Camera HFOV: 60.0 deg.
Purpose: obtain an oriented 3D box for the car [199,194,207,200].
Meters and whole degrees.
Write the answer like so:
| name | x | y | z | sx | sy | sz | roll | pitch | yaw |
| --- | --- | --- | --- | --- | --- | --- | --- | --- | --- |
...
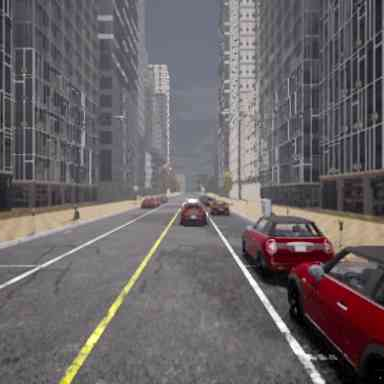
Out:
| name | x | y | z | sx | sy | sz | roll | pitch | yaw |
| --- | --- | --- | --- | --- | --- | --- | --- | --- | --- |
| car | 2.710 | 1.229 | 84.203 | 1.967 | 1.590 | 4.097 | 0 | 0 | 0 |

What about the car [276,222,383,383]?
| name | x | y | z | sx | sy | sz | roll | pitch | yaw |
| --- | --- | --- | --- | --- | --- | --- | --- | --- | --- |
| car | 2.693 | 1.433 | 4.511 | 1.967 | 1.590 | 4.097 | 0 | 0 | 0 |

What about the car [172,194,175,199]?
| name | x | y | z | sx | sy | sz | roll | pitch | yaw |
| --- | --- | --- | --- | --- | --- | --- | --- | --- | --- |
| car | -5.669 | 1.292 | 95.432 | 1.752 | 1.417 | 4.829 | 0 | 0 | 0 |

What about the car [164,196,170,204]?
| name | x | y | z | sx | sy | sz | roll | pitch | yaw |
| --- | --- | --- | --- | --- | --- | --- | --- | --- | --- |
| car | -5.676 | 1.408 | 61.444 | 1.887 | 1.381 | 4.507 | 0 | 0 | 0 |

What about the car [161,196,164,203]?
| name | x | y | z | sx | sy | sz | roll | pitch | yaw |
| --- | --- | --- | --- | --- | --- | --- | --- | --- | --- |
| car | -5.678 | 1.478 | 50.059 | 1.802 | 1.307 | 4.206 | 0 | 0 | 0 |

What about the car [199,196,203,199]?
| name | x | y | z | sx | sy | sz | roll | pitch | yaw |
| --- | --- | --- | --- | --- | --- | --- | --- | --- | --- |
| car | 0.110 | 1.520 | 41.434 | 1.895 | 1.301 | 4.718 | 0 | 0 | 0 |

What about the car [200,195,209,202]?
| name | x | y | z | sx | sy | sz | roll | pitch | yaw |
| --- | --- | --- | --- | --- | --- | --- | --- | --- | --- |
| car | 2.707 | 1.394 | 72.818 | 1.947 | 1.339 | 4.313 | 0 | 0 | 0 |

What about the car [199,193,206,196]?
| name | x | y | z | sx | sy | sz | roll | pitch | yaw |
| --- | --- | --- | --- | --- | --- | --- | --- | --- | --- |
| car | 2.705 | 1.429 | 61.434 | 1.947 | 1.339 | 4.313 | 0 | 0 | 0 |

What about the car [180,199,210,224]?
| name | x | y | z | sx | sy | sz | roll | pitch | yaw |
| --- | --- | --- | --- | --- | --- | --- | --- | --- | --- |
| car | 0.105 | 1.485 | 24.213 | 1.812 | 1.442 | 4.674 | 0 | 0 | 0 |

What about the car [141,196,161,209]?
| name | x | y | z | sx | sy | sz | roll | pitch | yaw |
| --- | --- | --- | --- | --- | --- | --- | --- | --- | --- |
| car | -5.679 | 1.456 | 44.366 | 1.887 | 1.381 | 4.507 | 0 | 0 | 0 |

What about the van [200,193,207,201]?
| name | x | y | z | sx | sy | sz | roll | pitch | yaw |
| --- | --- | --- | --- | --- | --- | --- | --- | --- | --- |
| van | 2.709 | 1.150 | 78.511 | 1.690 | 1.788 | 3.998 | 0 | 0 | 0 |

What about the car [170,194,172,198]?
| name | x | y | z | sx | sy | sz | roll | pitch | yaw |
| --- | --- | --- | --- | --- | --- | --- | --- | --- | --- |
| car | -5.675 | 1.412 | 67.137 | 1.947 | 1.339 | 4.313 | 0 | 0 | 0 |

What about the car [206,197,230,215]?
| name | x | y | z | sx | sy | sz | roll | pitch | yaw |
| --- | --- | --- | --- | --- | --- | --- | --- | --- | --- |
| car | 2.699 | 1.484 | 32.973 | 1.887 | 1.381 | 4.507 | 0 | 0 | 0 |

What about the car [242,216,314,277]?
| name | x | y | z | sx | sy | sz | roll | pitch | yaw |
| --- | --- | --- | --- | --- | --- | --- | --- | --- | --- |
| car | 2.694 | 1.423 | 10.203 | 1.967 | 1.590 | 4.097 | 0 | 0 | 0 |

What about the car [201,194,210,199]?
| name | x | y | z | sx | sy | sz | roll | pitch | yaw |
| --- | --- | --- | --- | --- | --- | --- | --- | --- | --- |
| car | 2.702 | 1.462 | 50.050 | 1.947 | 1.339 | 4.313 | 0 | 0 | 0 |
